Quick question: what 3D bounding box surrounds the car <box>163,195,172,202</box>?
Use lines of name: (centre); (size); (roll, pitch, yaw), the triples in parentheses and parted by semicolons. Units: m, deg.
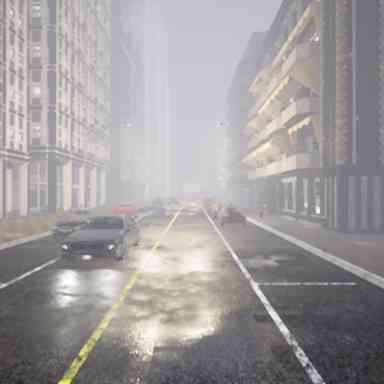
car: (-5.712, 1.565, 79.098); (1.752, 1.417, 4.829); (0, 0, 0)

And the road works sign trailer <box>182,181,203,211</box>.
road works sign trailer: (-0.011, 0.474, 41.090); (2.380, 3.560, 2.880); (0, 0, 0)

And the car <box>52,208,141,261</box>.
car: (-3.105, 1.548, 12.486); (2.033, 1.411, 5.357); (0, 0, 0)

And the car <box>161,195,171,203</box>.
car: (-5.710, 1.474, 73.621); (1.967, 1.590, 4.097); (0, 0, 0)

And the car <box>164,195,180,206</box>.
car: (-3.078, 1.542, 54.106); (1.812, 1.442, 4.674); (0, 0, 0)

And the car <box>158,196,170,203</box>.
car: (-5.708, 1.579, 67.971); (2.008, 1.369, 4.403); (0, 0, 0)

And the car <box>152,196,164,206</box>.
car: (-5.706, 1.584, 56.674); (1.947, 1.339, 4.313); (0, 0, 0)

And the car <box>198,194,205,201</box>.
car: (2.672, 1.579, 67.974); (2.008, 1.369, 4.403); (0, 0, 0)

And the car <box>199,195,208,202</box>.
car: (2.669, 1.480, 79.270); (1.967, 1.590, 4.097); (0, 0, 0)

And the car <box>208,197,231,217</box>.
car: (2.683, 1.445, 28.434); (1.967, 1.590, 4.097); (0, 0, 0)

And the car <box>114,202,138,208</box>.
car: (-5.697, 1.549, 28.432); (1.887, 1.381, 4.507); (0, 0, 0)

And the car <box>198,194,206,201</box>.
car: (2.666, 1.367, 90.568); (2.192, 1.841, 5.009); (0, 0, 0)

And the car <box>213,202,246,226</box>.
car: (2.685, 1.585, 22.785); (1.802, 1.307, 4.206); (0, 0, 0)

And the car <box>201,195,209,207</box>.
car: (2.677, 1.540, 51.198); (1.752, 1.417, 4.829); (0, 0, 0)

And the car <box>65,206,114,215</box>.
car: (-5.694, 1.552, 17.134); (2.008, 1.369, 4.403); (0, 0, 0)
